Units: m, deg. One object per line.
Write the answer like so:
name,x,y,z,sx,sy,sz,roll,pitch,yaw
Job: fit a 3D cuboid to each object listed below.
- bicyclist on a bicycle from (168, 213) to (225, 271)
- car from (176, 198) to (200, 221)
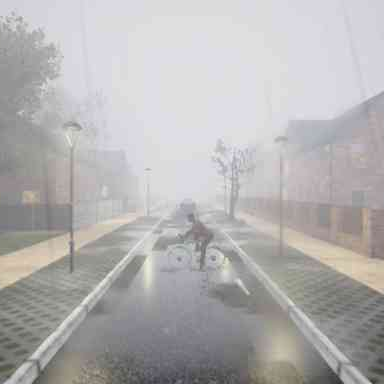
bicyclist on a bicycle,0.128,1.428,9.495,1.656,1.620,0.582,0,0,-1
car,-0.328,1.526,27.407,1.812,1.442,4.674,0,0,-1
